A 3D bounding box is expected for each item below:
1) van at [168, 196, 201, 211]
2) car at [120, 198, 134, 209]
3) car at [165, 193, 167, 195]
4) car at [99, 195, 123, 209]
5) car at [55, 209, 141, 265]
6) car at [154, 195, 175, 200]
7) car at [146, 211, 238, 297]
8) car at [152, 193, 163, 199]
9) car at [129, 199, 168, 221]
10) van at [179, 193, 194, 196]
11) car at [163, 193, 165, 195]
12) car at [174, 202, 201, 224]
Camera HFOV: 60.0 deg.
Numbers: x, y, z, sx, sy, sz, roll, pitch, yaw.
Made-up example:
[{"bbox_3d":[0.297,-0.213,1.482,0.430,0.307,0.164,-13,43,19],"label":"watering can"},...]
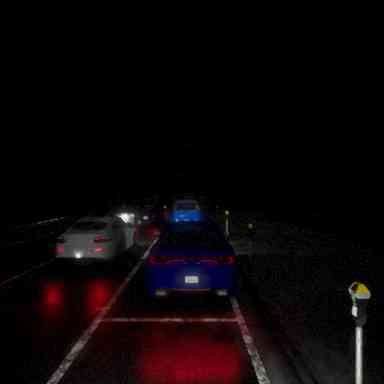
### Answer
[{"bbox_3d":[-0.290,1.333,19.998,1.690,1.788,3.998,0,0,0],"label":"van"},{"bbox_3d":[-6.222,1.577,36.596,1.895,1.301,4.718,0,0,0],"label":"car"},{"bbox_3d":[-8.815,1.438,91.530,1.887,1.381,4.507,0,0,0],"label":"car"},{"bbox_3d":[-8.815,1.291,36.940,2.192,1.841,5.009,0,0,0],"label":"car"},{"bbox_3d":[-3.138,1.523,11.528,1.812,1.442,4.674,0,0,0],"label":"car"},{"bbox_3d":[-3.066,1.476,40.166,1.837,1.490,4.892,0,0,0],"label":"car"},{"bbox_3d":[-0.005,1.475,8.650,1.882,1.535,5.008,0,0,0],"label":"car"},{"bbox_3d":[-8.815,1.432,80.459,1.752,1.417,4.829,0,0,0],"label":"car"},{"bbox_3d":[-3.073,1.514,24.322,1.812,1.442,4.674,0,0,0],"label":"car"},{"bbox_3d":[-0.290,1.317,36.980,1.690,1.788,3.998,0,0,0],"label":"van"},{"bbox_3d":[-8.815,1.450,86.079,2.008,1.369,4.403,0,0,0],"label":"car"},{"bbox_3d":[-0.290,1.532,25.659,1.887,1.381,4.507,0,0,0],"label":"car"}]
